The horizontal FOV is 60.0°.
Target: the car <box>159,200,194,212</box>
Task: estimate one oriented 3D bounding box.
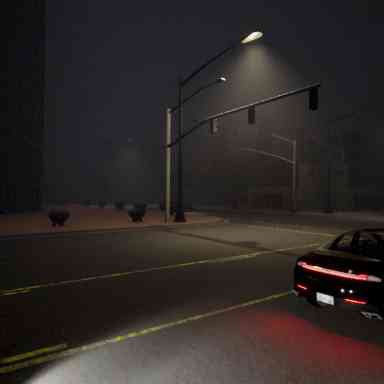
[{"bbox_3d":[-1.910,1.624,39.213,2.033,1.411,5.357,1,-1,-35],"label":"car"}]

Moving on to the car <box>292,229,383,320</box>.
[{"bbox_3d":[4.117,1.503,6.739,4.902,1.511,2.128,0,0,-35],"label":"car"}]
